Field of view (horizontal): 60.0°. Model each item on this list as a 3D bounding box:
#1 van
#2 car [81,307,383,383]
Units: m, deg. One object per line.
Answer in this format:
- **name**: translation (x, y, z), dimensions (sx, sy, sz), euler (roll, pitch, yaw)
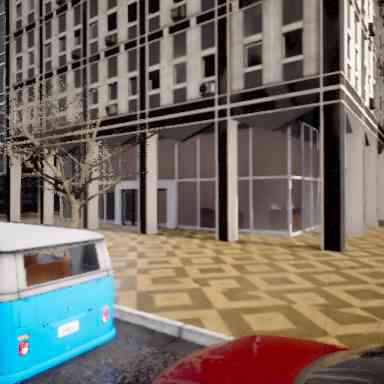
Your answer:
- **van**: translation (-2.956, 1.377, 4.981), dimensions (3.998, 1.788, 1.690), euler (0, 0, 36)
- **car**: translation (1.659, 1.542, 1.689), dimensions (4.507, 1.381, 1.887), euler (0, 0, 36)
